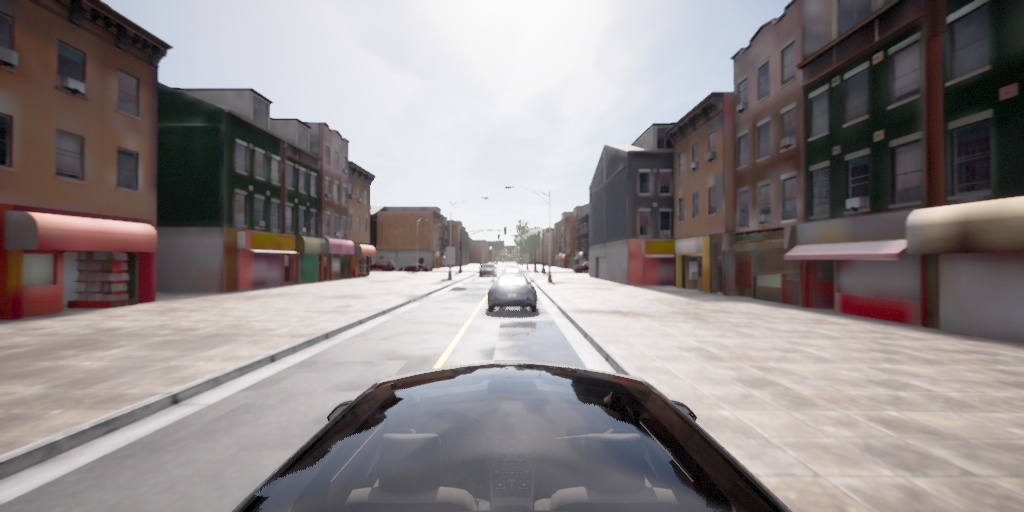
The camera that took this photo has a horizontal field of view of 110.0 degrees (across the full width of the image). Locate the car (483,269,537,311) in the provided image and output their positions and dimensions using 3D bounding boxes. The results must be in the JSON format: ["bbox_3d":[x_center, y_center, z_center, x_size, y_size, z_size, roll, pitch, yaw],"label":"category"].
[{"bbox_3d":[0.026,1.451,15.323,1.994,1.385,4.181,0,0,0],"label":"car"}]

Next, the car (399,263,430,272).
[{"bbox_3d":[-14.697,1.745,53.928,4.507,1.381,1.888,0,0,0],"label":"car"}]

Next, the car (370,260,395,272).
[{"bbox_3d":[-20.131,1.477,53.920,5.009,1.841,2.192,0,0,0],"label":"car"}]

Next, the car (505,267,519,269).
[{"bbox_3d":[0.025,1.607,30.322,1.994,1.385,4.181,0,-1,1],"label":"car"}]

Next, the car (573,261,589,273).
[{"bbox_3d":[11.712,1.710,53.969,5.009,1.841,2.192,0,0,0],"label":"car"}]

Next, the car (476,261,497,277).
[{"bbox_3d":[-2.767,1.668,41.413,1.837,1.490,4.892,0,-1,0],"label":"car"}]
